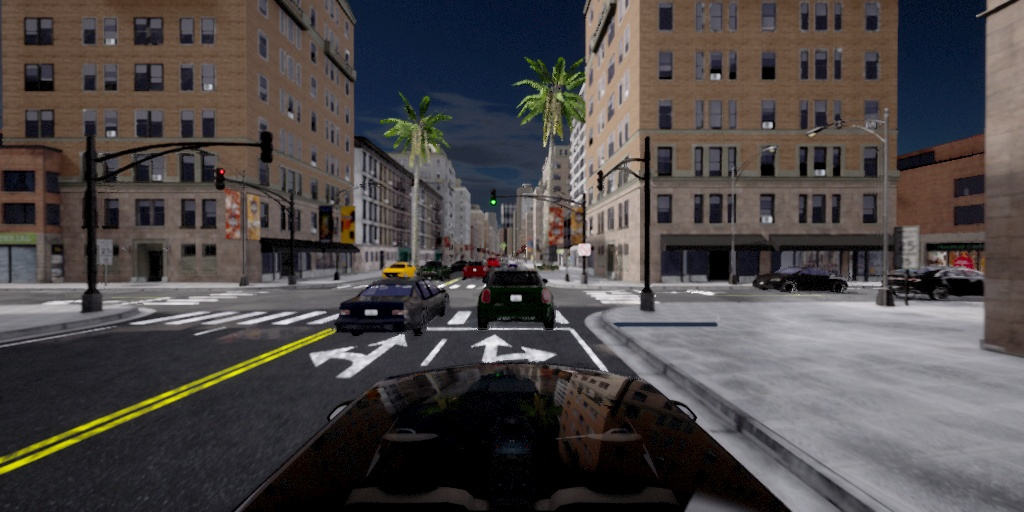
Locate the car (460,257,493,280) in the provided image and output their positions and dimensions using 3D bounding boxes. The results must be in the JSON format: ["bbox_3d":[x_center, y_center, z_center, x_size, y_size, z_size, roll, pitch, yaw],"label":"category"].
[{"bbox_3d":[-3.119,1.190,32.255,2.097,1.767,4.553,0,0,0],"label":"car"}]

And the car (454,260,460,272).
[{"bbox_3d":[-6.544,1.386,45.733,1.837,1.490,4.892,0,0,0],"label":"car"}]

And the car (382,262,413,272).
[{"bbox_3d":[-9.819,1.314,31.521,1.882,1.535,5.008,0,0,0],"label":"car"}]

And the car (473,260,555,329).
[{"bbox_3d":[0.108,1.132,11.477,2.097,1.767,4.553,0,0,0],"label":"car"}]

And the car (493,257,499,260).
[{"bbox_3d":[-3.188,1.155,61.320,2.150,2.045,5.566,0,0,0],"label":"car"}]

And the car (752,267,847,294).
[{"bbox_3d":[15.696,1.294,19.679,4.181,1.385,1.994,0,0,0],"label":"car"}]

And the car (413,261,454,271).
[{"bbox_3d":[-6.566,1.187,30.511,2.097,1.767,4.553,0,0,0],"label":"car"}]

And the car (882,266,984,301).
[{"bbox_3d":[20.089,1.234,16.506,4.902,1.511,2.128,0,0,0],"label":"car"}]

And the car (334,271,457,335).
[{"bbox_3d":[-3.145,1.325,10.526,2.033,1.411,5.357,0,0,0],"label":"car"}]
